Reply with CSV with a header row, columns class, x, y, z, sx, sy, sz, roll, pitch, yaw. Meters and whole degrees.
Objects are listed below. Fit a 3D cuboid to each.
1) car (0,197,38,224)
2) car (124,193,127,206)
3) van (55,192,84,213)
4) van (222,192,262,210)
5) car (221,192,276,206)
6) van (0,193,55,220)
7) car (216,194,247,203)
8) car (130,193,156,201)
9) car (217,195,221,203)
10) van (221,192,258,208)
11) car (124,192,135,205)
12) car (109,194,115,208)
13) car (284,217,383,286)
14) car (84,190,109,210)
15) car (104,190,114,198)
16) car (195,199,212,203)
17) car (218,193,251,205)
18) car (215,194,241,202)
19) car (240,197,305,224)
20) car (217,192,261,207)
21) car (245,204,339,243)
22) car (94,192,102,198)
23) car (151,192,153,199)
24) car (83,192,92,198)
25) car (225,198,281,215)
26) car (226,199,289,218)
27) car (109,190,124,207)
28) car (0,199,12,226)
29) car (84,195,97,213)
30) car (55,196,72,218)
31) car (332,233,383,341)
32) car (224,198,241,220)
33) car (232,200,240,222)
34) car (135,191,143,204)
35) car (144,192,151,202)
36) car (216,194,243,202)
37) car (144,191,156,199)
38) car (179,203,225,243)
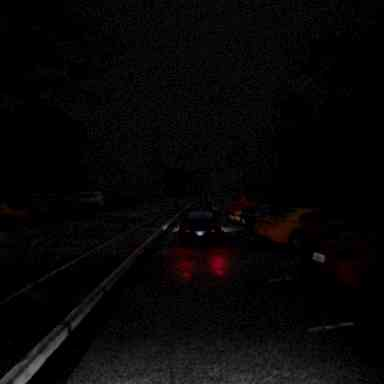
class,x,y,z,sx,sy,sz,roll,pitch,yaw
car,-13.087,1.380,21.196,5.366,1.575,1.946,-1,0,-18
car,-11.775,1.308,45.310,4.792,1.488,2.163,-1,0,-17
van,-12.404,1.115,30.325,4.442,1.987,1.878,-1,0,-17
van,6.075,1.077,40.517,4.442,1.987,1.878,1,1,-17
car,5.527,1.119,25.701,5.566,2.045,2.435,1,0,-17
van,-12.677,1.141,24.306,4.442,1.987,1.878,-1,0,-18
car,7.378,1.207,62.258,5.366,1.575,1.946,1,0,-17
car,-10.635,1.137,72.324,5.366,1.575,1.946,-1,1,-17
car,5.730,1.325,34.551,5.366,1.575,1.946,1,1,-17
van,6.211,1.064,43.491,4.442,1.987,1.878,1,1,-17
car,-11.639,1.015,48.314,5.566,2.045,2.435,-1,0,-17
car,-12.089,1.305,39.296,5.008,1.535,2.097,-1,0,-17
car,4.940,1.480,7.914,4.792,1.488,2.163,1,0,-19
car,-12.256,1.067,36.280,5.566,2.045,2.435,-1,1,-17
car,-22.357,0.515,89.526,2.435,2.045,5.566,0,-1,-16
car,1.224,1.445,35.689,1.895,1.301,4.718,0,0,3
car,6.708,1.125,52.443,4.553,1.767,2.185,1,0,-17
car,7.533,1.178,68.977,4.892,1.521,2.231,1,1,-17
car,5.117,1.284,16.779,4.553,1.767,2.185,1,0,-18
car,6.489,1.027,46.512,5.566,2.045,2.435,1,0,-17
car,5.043,1.423,13.825,5.008,1.535,2.097,1,0,-18
car,-25.326,0.809,89.726,2.002,1.452,4.674,0,-1,-17
car,-10.766,1.227,66.348,4.674,1.452,2.002,-1,0,-17
car,-28.278,0.773,89.901,2.231,1.521,4.892,0,-1,-16
car,5.797,1.373,31.648,4.792,1.488,2.163,1,0,-17
car,5.606,1.386,28.650,4.792,1.488,2.163,1,1,-17
car,-11.973,1.041,42.282,5.566,2.045,2.435,-1,0,-17
car,-13.041,1.393,18.247,5.008,1.535,2.097,-1,0,-18
car,-12.372,1.330,33.292,5.008,1.535,2.097,-1,0,-17
car,-12.676,1.386,27.266,4.792,1.488,2.163,-1,1,-17
car,4.836,1.493,4.922,4.792,1.488,2.163,1,1,-19
car,5.196,1.378,22.661,5.366,1.575,1.946,1,1,-18
car,5.246,1.397,19.755,4.892,1.521,2.231,1,0,-18
car,-11.352,0.989,54.321,5.566,2.045,2.435,-1,0,-17
car,-10.925,1.203,63.327,5.008,1.535,2.097,-1,0,-17
car,7.359,1.194,65.587,4.892,1.521,2.231,1,0,-17
car,-10.639,0.914,69.345,5.566,2.045,2.435,-1,1,-17
car,0.404,1.457,15.653,1.812,1.442,4.674,0,0,2
